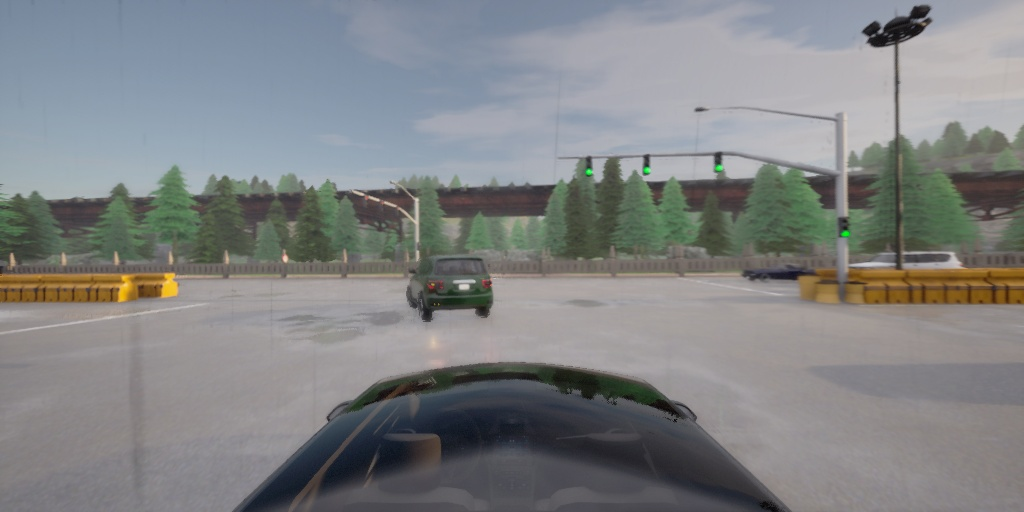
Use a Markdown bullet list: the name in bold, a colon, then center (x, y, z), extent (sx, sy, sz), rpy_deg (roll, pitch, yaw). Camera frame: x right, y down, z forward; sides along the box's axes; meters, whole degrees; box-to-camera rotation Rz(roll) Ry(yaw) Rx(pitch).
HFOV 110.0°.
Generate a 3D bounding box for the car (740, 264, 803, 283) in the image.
- **car**: center (19.084, 1.193, 25.478), extent (4.718, 1.301, 1.895), rpy_deg (-1, 0, 6)

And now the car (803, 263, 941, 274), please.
- **car**: center (18.354, 1.191, 18.487), extent (4.718, 1.301, 1.895), rpy_deg (-1, 0, 5)

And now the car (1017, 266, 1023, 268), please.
- **car**: center (27.639, 0.988, 17.619), extent (4.902, 1.511, 2.128), rpy_deg (-1, 0, 5)

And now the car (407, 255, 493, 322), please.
- **car**: center (-2.395, 1.011, 12.952), extent (2.150, 2.045, 5.566), rpy_deg (0, 0, -22)

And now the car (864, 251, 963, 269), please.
- **car**: center (23.286, 0.767, 21.554), extent (5.566, 2.045, 2.150), rpy_deg (-1, 0, 6)
